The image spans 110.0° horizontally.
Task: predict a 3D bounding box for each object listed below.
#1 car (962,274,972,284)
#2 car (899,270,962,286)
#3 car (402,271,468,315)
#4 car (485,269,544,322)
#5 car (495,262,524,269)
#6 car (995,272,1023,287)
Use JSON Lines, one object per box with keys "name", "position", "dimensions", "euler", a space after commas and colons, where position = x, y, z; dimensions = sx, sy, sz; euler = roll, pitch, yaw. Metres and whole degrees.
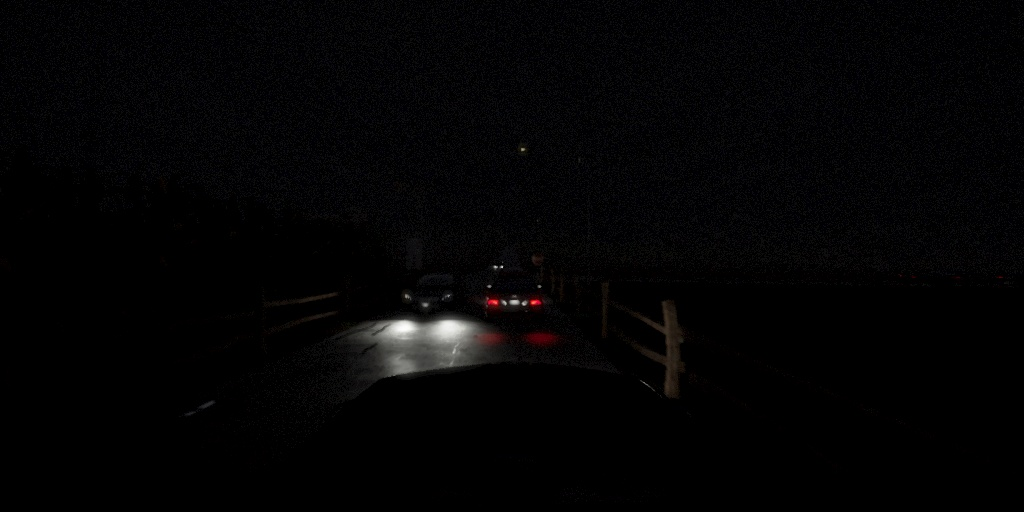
{"name": "car", "position": [47.274, 2.291, 39.574], "dimensions": [5.357, 1.411, 2.033], "euler": [1, 1, 1]}
{"name": "car", "position": [42.579, 2.287, 36.791], "dimensions": [4.181, 1.385, 1.994], "euler": [1, 1, 1]}
{"name": "car", "position": [-2.826, 1.346, 14.046], "dimensions": [1.812, 1.442, 4.674], "euler": [0, 0, 0]}
{"name": "car", "position": [0.080, 1.359, 12.538], "dimensions": [2.033, 1.411, 5.357], "euler": [0, 0, 0]}
{"name": "car", "position": [0.066, 1.355, 24.435], "dimensions": [1.882, 1.535, 5.008], "euler": [0, 0, 1]}
{"name": "car", "position": [52.790, 2.413, 36.784], "dimensions": [4.892, 1.490, 1.837], "euler": [1, 1, 0]}
